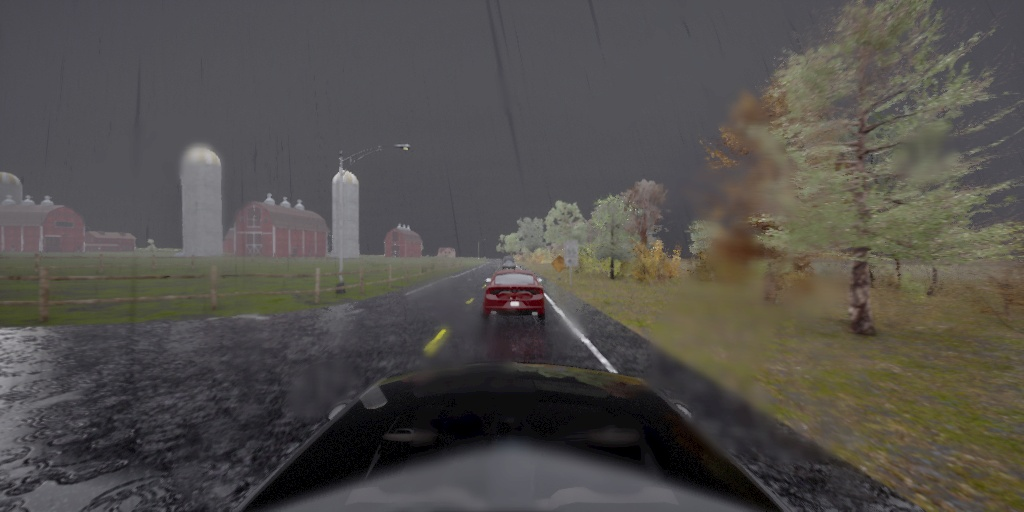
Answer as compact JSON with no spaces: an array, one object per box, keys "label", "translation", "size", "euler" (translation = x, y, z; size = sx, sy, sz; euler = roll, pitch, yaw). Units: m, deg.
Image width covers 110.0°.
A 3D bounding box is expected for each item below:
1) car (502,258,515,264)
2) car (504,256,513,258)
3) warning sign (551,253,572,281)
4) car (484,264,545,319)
[{"label":"car","translation":[-0.439,1.316,53.327],"size":[1.994,1.385,4.181],"euler":[0,0,-1]},{"label":"car","translation":[-0.627,0.972,63.364],"size":[2.150,2.045,5.566],"euler":[0,0,-1]},{"label":"warning sign","translation":[3.452,0.862,26.213],"size":[1.300,1.860,1.060],"euler":[0,0,0]},{"label":"car","translation":[0.074,1.226,12.756],"size":[1.882,1.535,5.008],"euler":[0,0,0]}]
